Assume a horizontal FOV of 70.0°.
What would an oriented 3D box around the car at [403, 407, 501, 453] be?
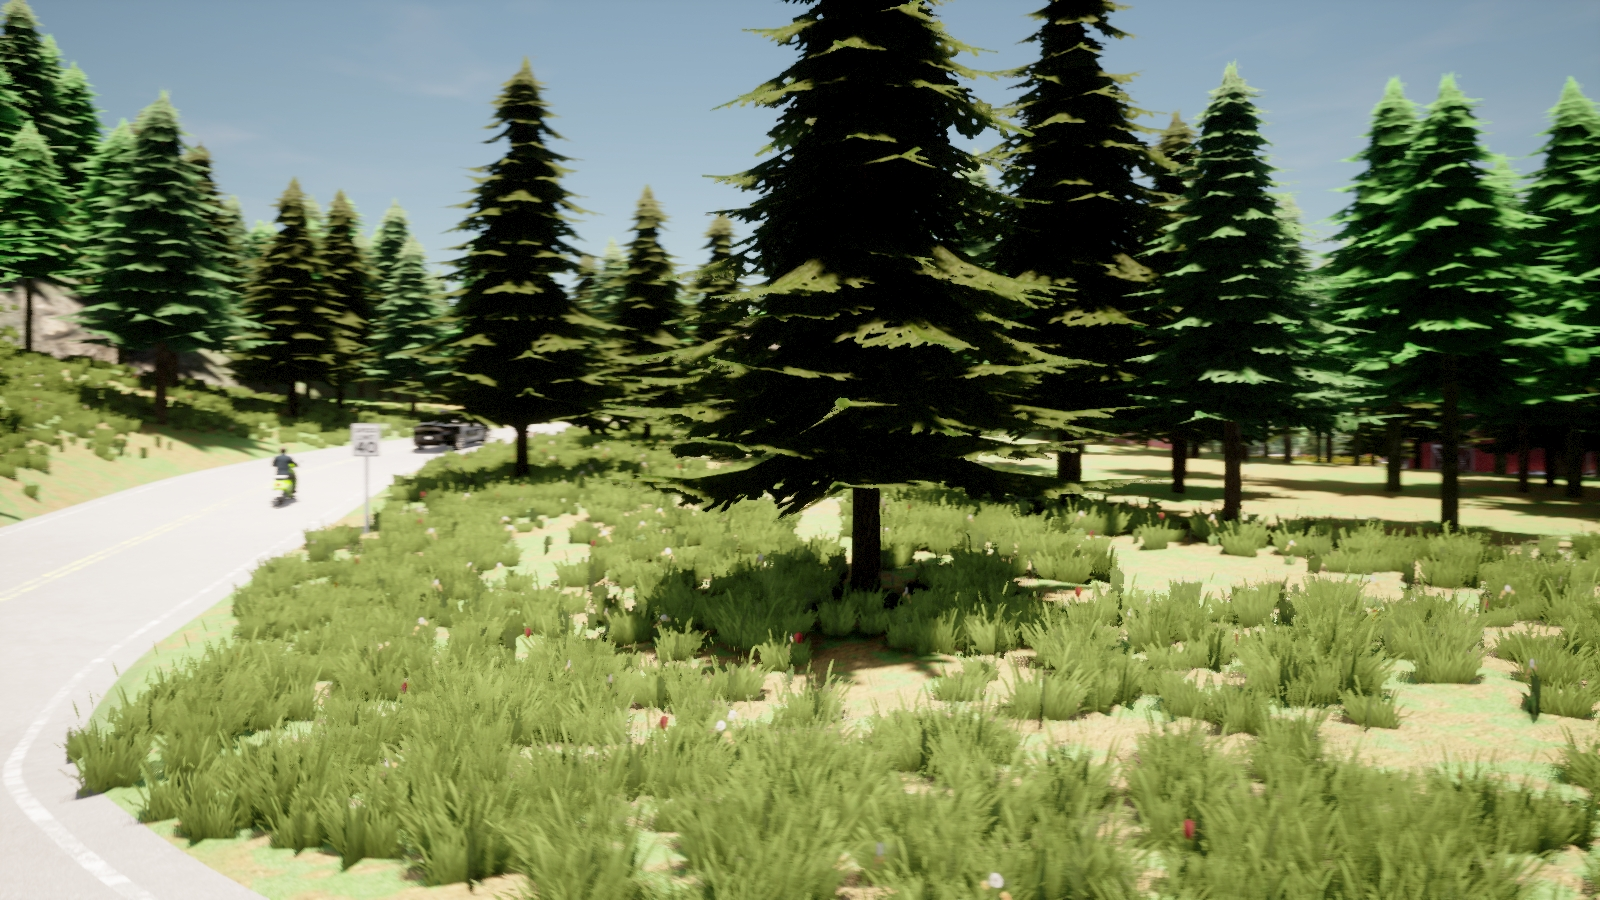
[{"bbox_3d":[-15.265,-0.935,50.466,2.097,1.638,5.238,0,5,8],"label":"car"}]
